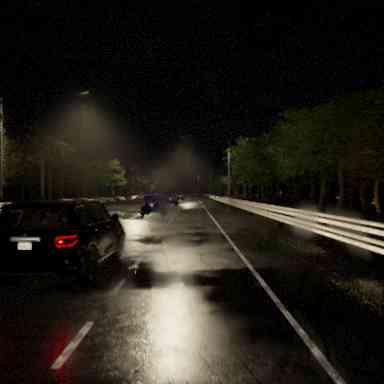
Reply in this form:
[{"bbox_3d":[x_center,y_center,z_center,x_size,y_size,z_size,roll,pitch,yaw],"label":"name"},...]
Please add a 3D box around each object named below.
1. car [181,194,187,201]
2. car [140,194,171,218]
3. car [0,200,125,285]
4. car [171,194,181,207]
[{"bbox_3d":[-3.172,1.472,92.526,2.097,1.767,4.553,0,0,0],"label":"car"},{"bbox_3d":[-3.448,1.261,31.239,2.150,2.045,5.566,0,0,0],"label":"car"},{"bbox_3d":[-3.497,1.231,9.643,2.150,2.045,5.566,0,0,0],"label":"car"},{"bbox_3d":[-3.350,1.292,54.400,2.150,2.045,5.566,0,0,0],"label":"car"}]
